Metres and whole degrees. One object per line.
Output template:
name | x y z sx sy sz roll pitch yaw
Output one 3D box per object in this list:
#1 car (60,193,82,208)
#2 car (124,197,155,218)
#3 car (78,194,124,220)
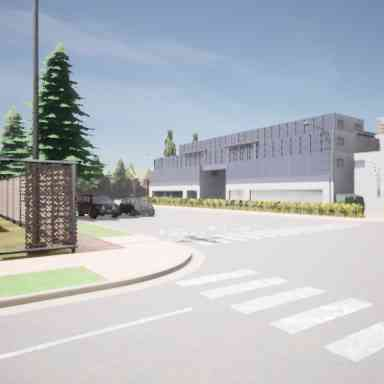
car | -18.305 1.229 50.155 2.150 2.045 5.566 0 0 -30
car | -5.217 1.358 30.911 2.097 1.767 4.553 0 0 -35
car | -8.280 1.230 29.171 2.150 2.045 5.566 0 0 -35
